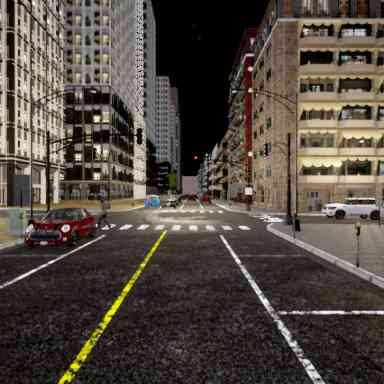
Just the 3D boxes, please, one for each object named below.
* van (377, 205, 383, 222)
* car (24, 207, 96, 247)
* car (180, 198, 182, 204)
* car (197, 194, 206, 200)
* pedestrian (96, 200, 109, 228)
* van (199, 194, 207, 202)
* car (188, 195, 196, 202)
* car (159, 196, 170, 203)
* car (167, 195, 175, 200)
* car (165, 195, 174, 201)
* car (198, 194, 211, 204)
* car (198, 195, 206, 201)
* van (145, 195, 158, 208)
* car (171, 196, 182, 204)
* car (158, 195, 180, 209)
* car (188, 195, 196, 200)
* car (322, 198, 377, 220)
[{"bbox_3d":[16.917,1.705,25.537,3.998,1.788,1.690,1,-1,0],"label":"van"},{"bbox_3d":[-5.699,1.441,14.793,1.967,1.590,4.097,0,0,0],"label":"car"},{"bbox_3d":[-3.117,1.507,55.657,2.128,1.511,4.902,0,0,0],"label":"car"},{"bbox_3d":[2.641,1.358,91.679,2.192,1.841,5.009,0,0,0],"label":"car"},{"bbox_3d":[-5.417,1.284,20.127,0.375,1.860,0.375,0,0,0],"label":"pedestrian"},{"bbox_3d":[2.647,1.374,80.578,1.690,1.788,3.998,0,0,0],"label":"van"},{"bbox_3d":[-0.036,1.499,76.349,1.882,1.535,5.008,0,0,0],"label":"car"},{"bbox_3d":[-5.727,1.549,69.300,1.752,1.417,4.829,0,0,0],"label":"car"},{"bbox_3d":[-5.739,1.568,91.504,1.752,1.417,4.829,0,0,0],"label":"car"},{"bbox_3d":[-5.736,1.478,86.123,1.967,1.590,4.097,0,0,0],"label":"car"},{"bbox_3d":[2.656,1.335,63.925,2.192,1.841,5.009,0,0,0],"label":"car"},{"bbox_3d":[2.645,1.588,86.128,2.008,1.369,4.403,0,0,0],"label":"car"},{"bbox_3d":[-5.716,1.351,47.267,1.690,1.788,3.998,0,0,0],"label":"van"},{"bbox_3d":[-3.068,1.585,65.664,1.994,1.385,4.181,0,0,1],"label":"car"},{"bbox_3d":[-3.121,1.501,46.198,2.128,1.511,4.902,0,0,0],"label":"car"},{"bbox_3d":[-0.043,1.483,86.801,1.895,1.301,4.718,0,0,0],"label":"car"},{"bbox_3d":[15.270,1.546,31.465,5.566,2.045,2.150,1,0,-2],"label":"car"}]
